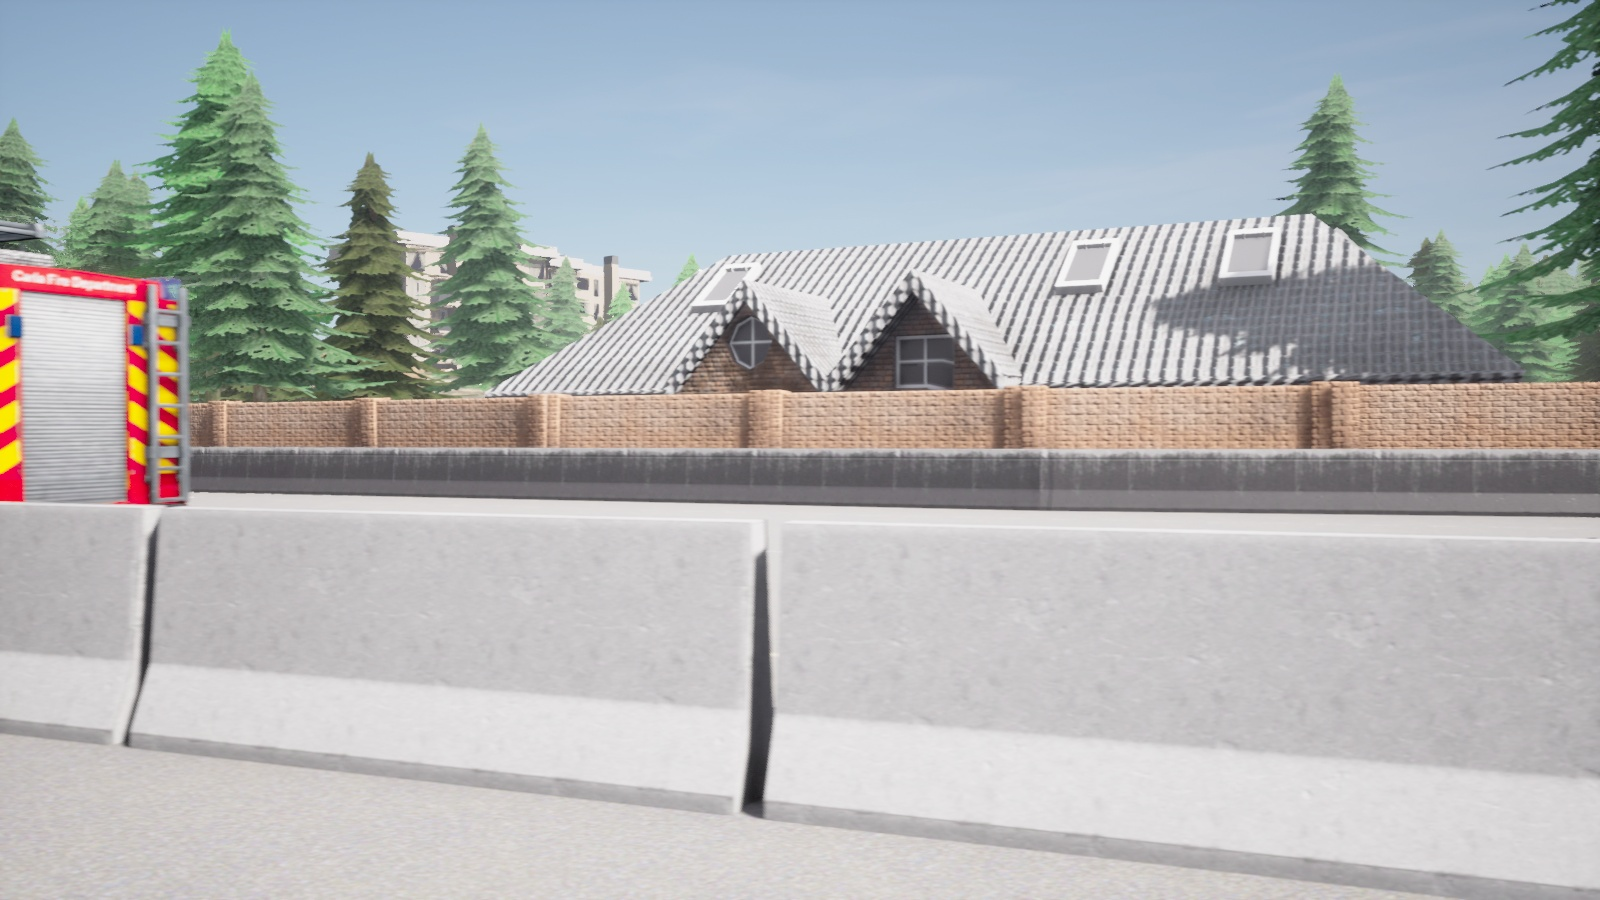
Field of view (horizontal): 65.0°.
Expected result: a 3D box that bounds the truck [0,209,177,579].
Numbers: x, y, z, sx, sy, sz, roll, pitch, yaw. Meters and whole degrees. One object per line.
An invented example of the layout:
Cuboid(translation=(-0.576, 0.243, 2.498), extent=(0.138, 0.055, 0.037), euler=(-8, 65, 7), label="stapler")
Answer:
Cuboid(translation=(-11.872, -0.626, 15.330), extent=(8.468, 3.827, 2.891), euler=(1, 1, 24), label="truck")
